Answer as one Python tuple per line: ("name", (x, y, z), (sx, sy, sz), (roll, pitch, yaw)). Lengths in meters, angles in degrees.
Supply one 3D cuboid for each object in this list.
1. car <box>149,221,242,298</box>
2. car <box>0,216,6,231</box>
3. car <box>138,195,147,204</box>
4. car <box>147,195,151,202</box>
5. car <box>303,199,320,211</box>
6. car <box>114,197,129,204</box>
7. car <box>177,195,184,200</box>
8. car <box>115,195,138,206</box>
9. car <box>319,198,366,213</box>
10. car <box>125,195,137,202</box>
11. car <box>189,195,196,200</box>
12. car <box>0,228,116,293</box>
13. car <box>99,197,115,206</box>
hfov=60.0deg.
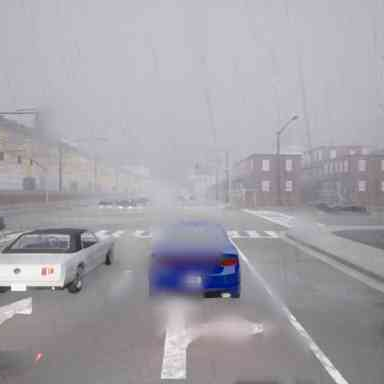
("car", (0.081, 1.478, 8.547), (1.882, 1.535, 5.008), (0, 0, 1))
("car", (-10.580, 1.547, 14.967), (2.033, 1.411, 5.357), (0, 0, 0))
("car", (-10.436, 1.506, 63.534), (1.837, 1.490, 4.892), (0, 0, 1))
("car", (-10.369, 1.478, 73.768), (1.882, 1.535, 5.008), (0, 0, 0))
("car", (15.782, 1.491, 39.514), (4.902, 1.511, 2.128), (0, 0, 0))
("car", (-13.909, 1.601, 65.534), (1.895, 1.301, 4.718), (0, 0, 1))
("car", (-3.335, 1.500, 93.308), (1.837, 1.490, 4.892), (0, 0, 0))
("car", (-10.460, 1.351, 53.425), (2.097, 1.767, 4.553), (0, 0, 0))
("car", (16.524, 1.564, 36.010), (4.181, 1.385, 1.994), (0, 0, 0))
("car", (-13.865, 1.524, 75.843), (1.812, 1.442, 4.674), (0, 0, 0))
("car", (0.159, 1.540, 89.620), (2.033, 1.411, 5.357), (0, 0, 0))
("car", (-3.413, 1.601, 8.816), (1.895, 1.301, 4.718), (0, 0, 0))
("car", (-13.978, 1.564, 55.138), (1.994, 1.385, 4.181), (0, 0, 0))
